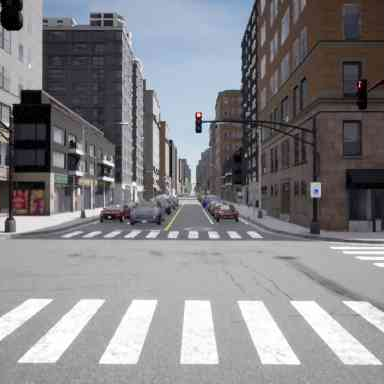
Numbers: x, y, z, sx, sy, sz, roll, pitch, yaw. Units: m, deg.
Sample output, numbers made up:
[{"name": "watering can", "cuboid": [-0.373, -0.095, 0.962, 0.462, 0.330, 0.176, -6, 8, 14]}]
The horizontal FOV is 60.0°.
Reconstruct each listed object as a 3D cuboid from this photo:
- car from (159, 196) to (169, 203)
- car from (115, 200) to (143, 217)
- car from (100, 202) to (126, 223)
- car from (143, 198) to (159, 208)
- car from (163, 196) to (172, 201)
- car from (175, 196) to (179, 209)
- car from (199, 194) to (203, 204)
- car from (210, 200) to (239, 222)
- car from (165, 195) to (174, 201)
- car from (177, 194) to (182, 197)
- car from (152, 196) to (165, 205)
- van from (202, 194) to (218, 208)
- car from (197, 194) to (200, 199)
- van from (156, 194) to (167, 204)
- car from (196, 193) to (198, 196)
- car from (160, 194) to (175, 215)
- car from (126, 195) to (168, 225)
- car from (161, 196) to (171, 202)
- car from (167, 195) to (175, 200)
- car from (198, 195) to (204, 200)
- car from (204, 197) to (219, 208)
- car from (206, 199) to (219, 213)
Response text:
[{"name": "car", "cuboid": [-5.973, 1.610, 71.365, 1.802, 1.307, 4.206, 1, 0, 0]}, {"name": "car", "cuboid": [-5.904, 1.552, 31.655, 1.887, 1.381, 4.507, 1, 0, 0]}, {"name": "car", "cuboid": [-5.894, 1.551, 25.982, 1.887, 1.381, 4.507, 1, 0, 0]}, {"name": "car", "cuboid": [-5.934, 1.597, 48.674, 1.802, 1.307, 4.206, 1, 0, 0]}, {"name": "car", "cuboid": [-5.993, 1.601, 82.711, 1.947, 1.339, 4.313, 1, 0, 0]}, {"name": "car", "cuboid": [-3.159, 1.576, 43.844, 1.994, 1.385, 4.181, 0, 0, 1]}, {"name": "car", "cuboid": [2.595, 1.330, 48.681, 2.192, 1.841, 5.009, 1, 0, 0]}, {"name": "car", "cuboid": [2.631, 1.588, 25.988, 1.802, 1.307, 4.206, 1, 0, 0]}, {"name": "car", "cuboid": [-6.003, 1.604, 88.384, 1.947, 1.339, 4.313, 1, 0, 0]}, {"name": "car", "cuboid": [-3.146, 1.509, 54.077, 2.128, 1.511, 4.902, 0, 0, 0]}, {"name": "car", "cuboid": [-5.952, 1.461, 60.019, 1.967, 1.590, 4.097, 1, 0, 0]}, {"name": "van", "cuboid": [2.604, 1.353, 43.008, 1.690, 1.788, 3.998, 1, 0, 0]}, {"name": "car", "cuboid": [2.552, 1.594, 71.374, 1.947, 1.339, 4.313, 1, 0, 0]}, {"name": "van", "cuboid": [-5.961, 1.366, 65.692, 1.690, 1.788, 3.998, 1, 0, 0]}, {"name": "car", "cuboid": [2.535, 1.350, 82.722, 2.192, 1.841, 5.009, 1, 0, 0]}, {"name": "car", "cuboid": [-3.156, 1.361, 33.900, 2.097, 1.767, 4.553, 0, 0, 0]}, {"name": "car", "cuboid": [-3.138, 1.358, 24.079, 2.097, 1.767, 4.553, 0, 0, 0]}, {"name": "car", "cuboid": [-5.983, 1.582, 77.038, 2.008, 1.369, 4.403, 1, 0, 0]}, {"name": "car", "cuboid": [-6.012, 1.586, 94.056, 1.887, 1.381, 4.507, 1, 0, 0]}, {"name": "car", "cuboid": [2.514, 1.566, 94.238, 1.752, 1.417, 4.829, 1, 0, 0]}, {"name": "car", "cuboid": [2.611, 1.592, 37.335, 1.802, 1.307, 4.206, 1, 0, 0]}, {"name": "car", "cuboid": [2.621, 1.590, 31.661, 1.802, 1.307, 4.206, 1, 0, 0]}]
